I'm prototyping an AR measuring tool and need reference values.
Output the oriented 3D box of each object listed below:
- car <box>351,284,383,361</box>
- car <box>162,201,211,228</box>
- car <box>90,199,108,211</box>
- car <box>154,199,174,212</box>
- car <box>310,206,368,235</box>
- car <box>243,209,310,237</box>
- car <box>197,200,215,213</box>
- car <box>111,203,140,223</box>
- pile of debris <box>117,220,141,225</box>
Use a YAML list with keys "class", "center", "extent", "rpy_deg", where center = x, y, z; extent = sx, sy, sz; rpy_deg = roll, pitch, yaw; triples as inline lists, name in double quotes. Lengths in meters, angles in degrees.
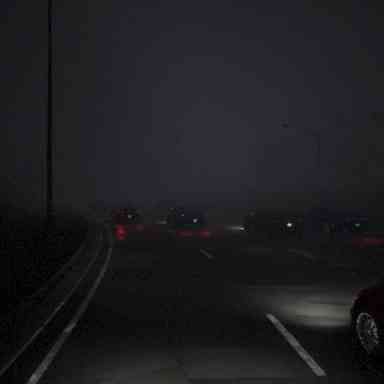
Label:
- class: "car"
  center: [3.352, 1.531, 3.017]
  extent: [1.812, 1.442, 4.674]
  rpy_deg: [0, 0, -3]
- class: "car"
  center: [-0.482, 1.599, 23.021]
  extent: [1.812, 1.442, 4.674]
  rpy_deg: [0, 0, -17]
- class: "car"
  center: [-12.454, 1.682, 44.307]
  extent: [1.812, 1.442, 4.674]
  rpy_deg: [0, 0, -22]
- class: "car"
  center: [-3.155, 1.636, 40.009]
  extent: [1.837, 1.490, 4.892]
  rpy_deg: [0, 0, -22]
- class: "car"
  center: [7.814, 1.528, 19.261]
  extent: [1.882, 1.535, 5.008]
  rpy_deg: [0, 0, -13]
- class: "car"
  center: [4.378, 1.617, 18.537]
  extent: [1.994, 1.385, 4.181]
  rpy_deg: [0, 0, -13]
- class: "car"
  center: [1.145, 1.646, 38.689]
  extent: [1.812, 1.442, 4.674]
  rpy_deg: [0, 0, -22]
- class: "car"
  center: [-5.342, 1.616, 26.470]
  extent: [1.812, 1.442, 4.674]
  rpy_deg: [0, 0, -20]
- class: "pile of debris"
  center: [-4.700, 2.260, 24.820]
  extent: [1.500, 0.140, 1.860]
  rpy_deg: [0, 0, -19]
